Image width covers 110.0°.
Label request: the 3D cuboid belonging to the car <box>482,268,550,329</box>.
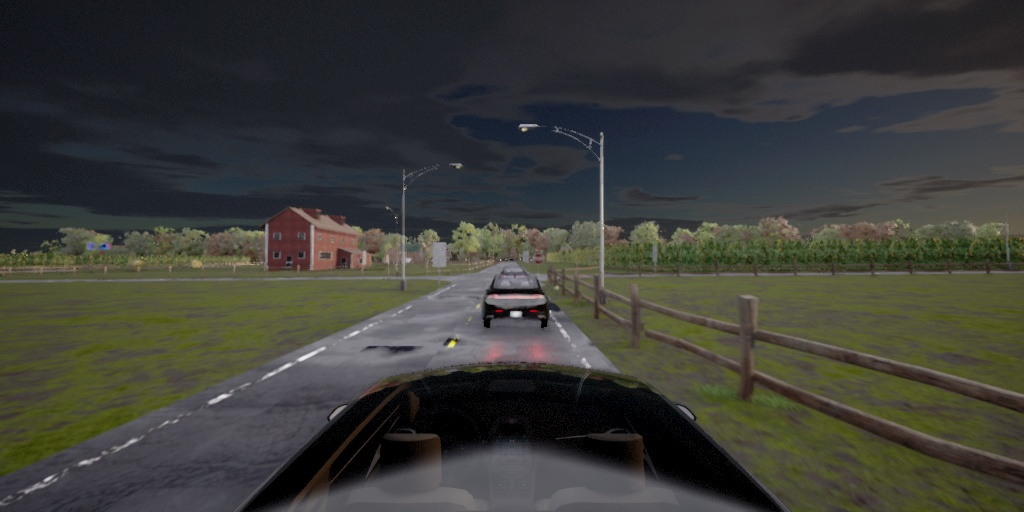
[{"bbox_3d":[0.099,1.282,11.471,2.128,1.511,4.902,0,-1,0],"label":"car"}]

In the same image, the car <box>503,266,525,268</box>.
[{"bbox_3d":[0.099,1.332,21.610,2.128,1.511,4.902,0,0,0],"label":"car"}]
